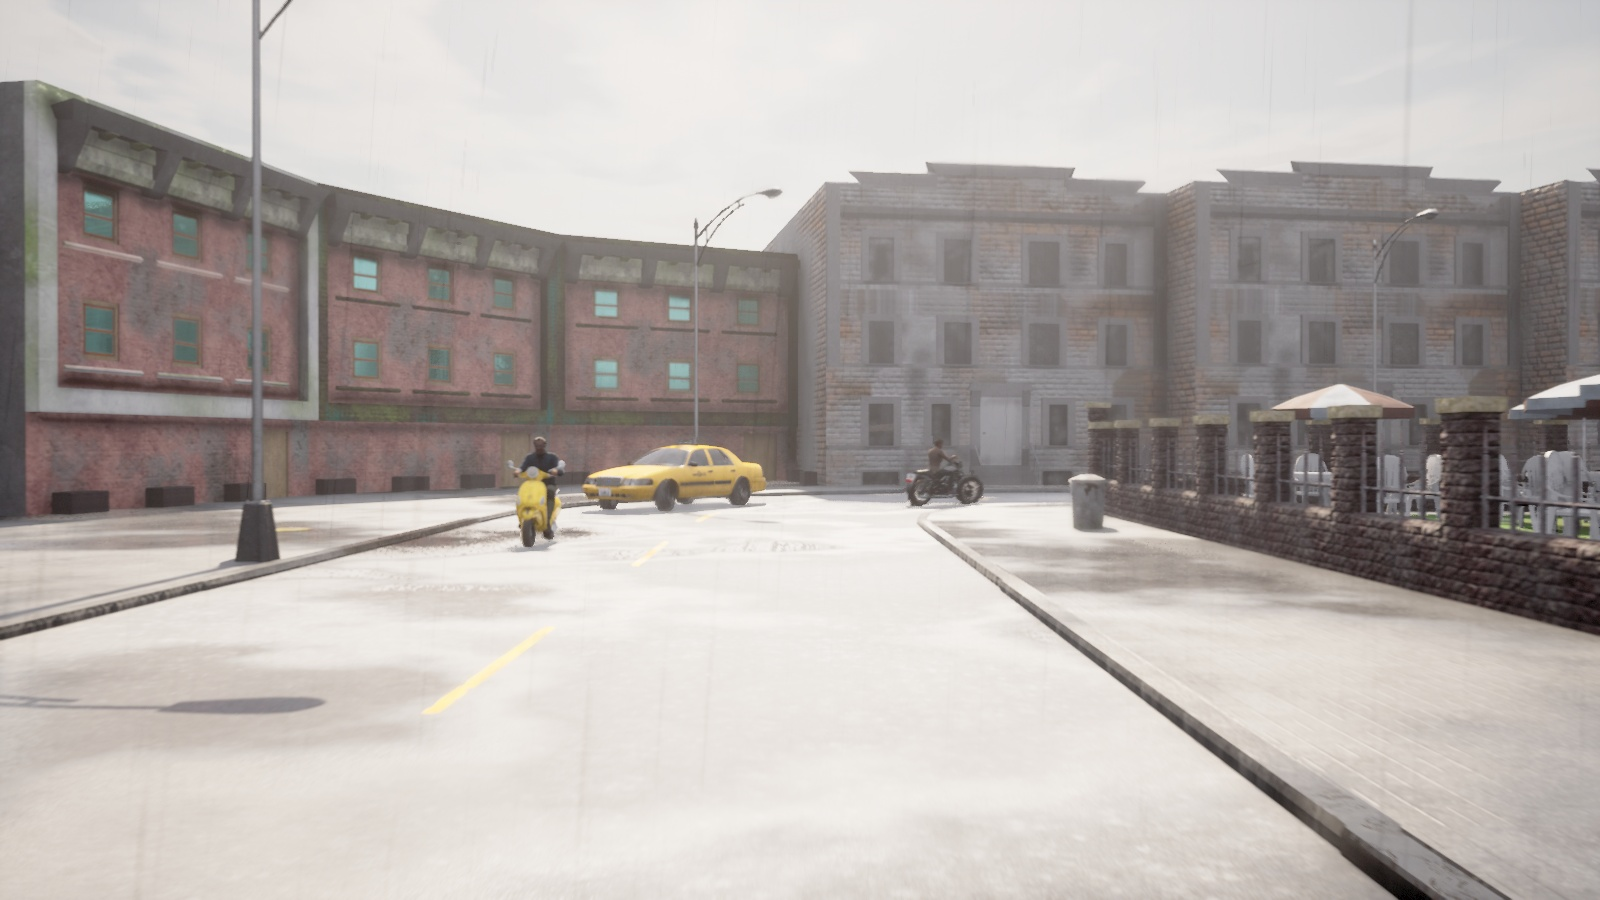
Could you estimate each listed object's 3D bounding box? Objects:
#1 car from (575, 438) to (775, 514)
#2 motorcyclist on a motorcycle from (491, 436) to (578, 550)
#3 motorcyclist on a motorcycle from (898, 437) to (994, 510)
[{"bbox_3d":[-2.724,0.522,28.868,1.801,1.575,5.366,0,0,30],"label":"car"},{"bbox_3d":[-3.856,0.593,18.412,0.866,1.590,1.817,0,0,1],"label":"motorcyclist on a motorcycle"},{"bbox_3d":[3.489,0.533,29.912,2.350,1.649,0.766,0,2,-38],"label":"motorcyclist on a motorcycle"}]
